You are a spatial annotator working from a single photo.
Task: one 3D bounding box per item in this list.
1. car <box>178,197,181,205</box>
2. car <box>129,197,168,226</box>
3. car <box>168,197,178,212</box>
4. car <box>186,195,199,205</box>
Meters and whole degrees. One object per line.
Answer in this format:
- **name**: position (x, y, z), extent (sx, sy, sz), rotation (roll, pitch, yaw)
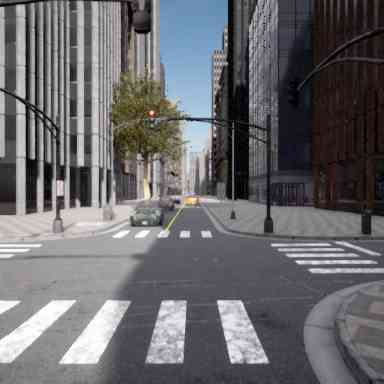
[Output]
- **car**: position (-2.985, 1.578, 59.407), extent (1.895, 1.301, 4.718), rotation (0, 0, 0)
- **car**: position (-2.996, 1.344, 22.914), extent (2.097, 1.767, 4.553), rotation (0, 0, -2)
- **car**: position (-3.085, 1.338, 38.145), extent (2.097, 1.767, 4.553), rotation (0, 0, 0)
- **car**: position (0.115, 1.330, 56.395), extent (2.097, 1.767, 4.553), rotation (0, 0, 0)
